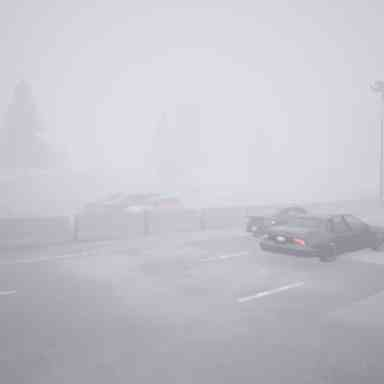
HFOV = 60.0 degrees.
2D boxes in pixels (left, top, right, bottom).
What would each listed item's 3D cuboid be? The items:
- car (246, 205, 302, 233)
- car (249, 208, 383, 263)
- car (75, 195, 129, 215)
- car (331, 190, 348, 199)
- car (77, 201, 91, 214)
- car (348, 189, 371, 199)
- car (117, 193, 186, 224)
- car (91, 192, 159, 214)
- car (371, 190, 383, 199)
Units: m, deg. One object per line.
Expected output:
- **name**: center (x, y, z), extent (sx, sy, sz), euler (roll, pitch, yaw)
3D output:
- **car**: center (4.551, 1.350, 15.588), extent (4.674, 1.442, 1.812), euler (-1, 1, -35)
- **car**: center (4.696, 1.409, 11.393), extent (5.357, 1.411, 2.033), euler (-1, 1, -35)
- **car**: center (-8.685, 1.193, 32.177), extent (4.553, 1.767, 2.097), euler (-1, 1, -35)
- **car**: center (25.788, 0.339, 56.671), extent (5.008, 1.535, 1.882), euler (-2, 1, -35)
- **car**: center (-6.716, 1.063, 29.288), extent (5.566, 2.045, 2.150), euler (-1, 1, -35)
- **car**: center (27.878, 0.361, 53.866), extent (4.892, 1.490, 1.837), euler (-2, 1, -35)
- **car**: center (-2.595, 1.193, 23.626), extent (4.553, 1.767, 2.097), euler (-1, 1, -35)
- **car**: center (-4.684, 1.064, 26.438), extent (5.566, 2.045, 2.150), euler (-1, 1, -35)
- **car**: center (29.939, 0.423, 51.043), extent (4.181, 1.385, 1.994), euler (-2, 1, -35)
